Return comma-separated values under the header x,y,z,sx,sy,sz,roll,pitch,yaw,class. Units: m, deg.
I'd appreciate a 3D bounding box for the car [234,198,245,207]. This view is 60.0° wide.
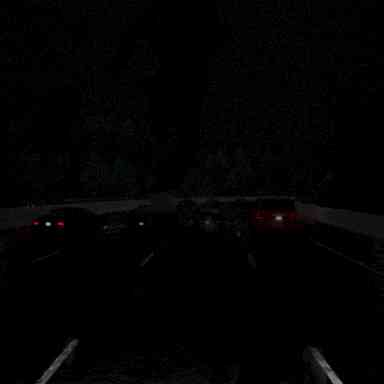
x,y,z,sx,sy,sz,roll,pitch,yaw,class
8.135,1.716,55.083,2.128,1.511,4.902,0,0,17,car

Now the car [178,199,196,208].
x,y,z,sx,sy,sz,roll,pitch,yaw,class
-0.705,1.668,49.180,1.994,1.385,4.181,1,0,15,car

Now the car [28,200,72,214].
x,y,z,sx,sy,sz,roll,pitch,yaw,class
-14.692,1.504,34.764,1.895,1.301,4.718,1,0,10,car

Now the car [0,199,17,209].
x,y,z,sx,sy,sz,roll,pitch,yaw,class
-21.135,1.435,38.498,1.895,1.301,4.718,1,0,11,car

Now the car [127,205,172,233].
x,y,z,sx,sy,sz,roll,pitch,yaw,class
-2.395,1.494,19.719,1.882,1.535,5.008,0,0,6,car

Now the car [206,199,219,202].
x,y,z,sx,sy,sz,roll,pitch,yaw,class
3.065,1.715,49.762,1.994,1.385,4.181,1,0,15,car

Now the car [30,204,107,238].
x,y,z,sx,sy,sz,roll,pitch,yaw,class
-6.252,1.513,17.550,2.033,1.411,5.357,1,0,6,car

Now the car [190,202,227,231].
x,y,z,sx,sy,sz,roll,pitch,yaw,class
1.198,1.588,21.094,1.812,1.442,4.674,0,0,6,car

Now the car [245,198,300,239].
x,y,z,sx,sy,sz,roll,pitch,yaw,class
4.323,1.316,18.174,2.150,2.045,5.566,0,0,6,car

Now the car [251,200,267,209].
x,y,z,sx,sy,sz,roll,pitch,yaw,class
10.101,1.837,50.073,1.895,1.301,4.718,1,0,16,car
